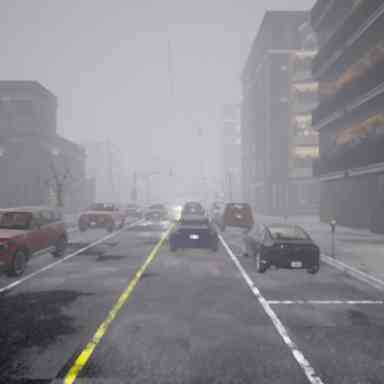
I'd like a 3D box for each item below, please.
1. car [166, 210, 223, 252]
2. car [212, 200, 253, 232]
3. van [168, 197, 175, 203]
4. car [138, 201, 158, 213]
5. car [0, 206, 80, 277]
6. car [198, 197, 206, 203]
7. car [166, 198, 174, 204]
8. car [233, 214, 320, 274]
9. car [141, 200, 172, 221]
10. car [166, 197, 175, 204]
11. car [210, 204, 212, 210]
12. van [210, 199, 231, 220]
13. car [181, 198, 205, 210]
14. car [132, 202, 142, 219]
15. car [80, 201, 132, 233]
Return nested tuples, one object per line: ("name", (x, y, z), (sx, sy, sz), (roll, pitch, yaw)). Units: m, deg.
("car", (0.092, 1.706, 14.708), (1.994, 1.385, 4.181), (0, -1, 0))
("car", (2.706, 1.524, 21.591), (2.192, 1.841, 5.009), (1, -1, 0))
("van", (-5.681, 2.223, 92.548), (1.690, 1.788, 3.998), (1, -1, 0))
("car", (-5.681, 1.966, 43.223), (2.008, 1.369, 4.403), (1, -1, 0))
("car", (-5.673, 1.420, 10.784), (2.192, 1.841, 5.009), (1, -1, 0))
("car", (2.696, 2.322, 92.608), (1.967, 1.590, 4.097), (1, -1, 0))
("car", (-5.685, 2.373, 86.859), (1.887, 1.381, 4.507), (1, -1, 0))
("car", (2.703, 1.656, 10.775), (2.008, 1.369, 4.403), (1, -1, 0))
("car", (-3.100, 1.796, 30.284), (1.837, 1.490, 4.892), (0, -1, 0))
("car", (-5.761, 2.319, 81.177), (1.887, 1.381, 4.507), (1, -1, 0))
("car", (2.703, 1.700, 26.997), (1.967, 1.590, 4.097), (1, -1, 0))
("van", (2.704, 1.653, 32.405), (1.690, 1.788, 3.998), (1, -1, 0))
("car", (0.091, 1.649, 30.820), (2.097, 1.767, 4.553), (0, -1, 0))
("car", (-5.677, 1.752, 32.411), (1.967, 1.590, 4.097), (1, -1, 0))
("car", (-5.674, 1.524, 21.598), (2.192, 1.841, 5.009), (1, -1, 0))
